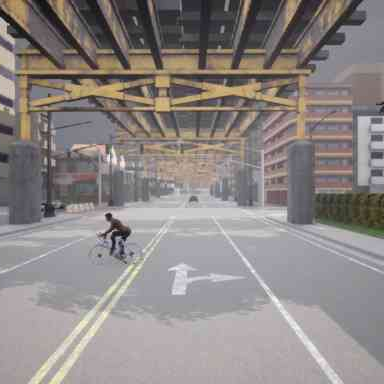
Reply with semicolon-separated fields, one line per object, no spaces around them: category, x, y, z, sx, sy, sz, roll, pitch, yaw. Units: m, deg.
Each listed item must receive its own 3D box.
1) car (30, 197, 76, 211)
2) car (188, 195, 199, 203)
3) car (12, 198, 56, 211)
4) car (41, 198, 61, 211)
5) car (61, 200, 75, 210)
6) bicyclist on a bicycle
car;-16.569;1.453;39.840;4.974;1.542;2.038;0;0;-20
car;0.347;1.489;71.231;1.837;1.490;4.892;0;0;0
car;-16.963;1.295;35.705;4.536;1.218;1.853;0;0;25
car;-16.916;1.453;35.683;4.974;1.542;2.038;0;0;25
car;-16.617;1.295;39.823;4.536;1.218;1.853;0;0;-20
bicyclist on a bicycle;-2.349;1.455;10.159;1.656;1.620;0.582;-2;0;0
